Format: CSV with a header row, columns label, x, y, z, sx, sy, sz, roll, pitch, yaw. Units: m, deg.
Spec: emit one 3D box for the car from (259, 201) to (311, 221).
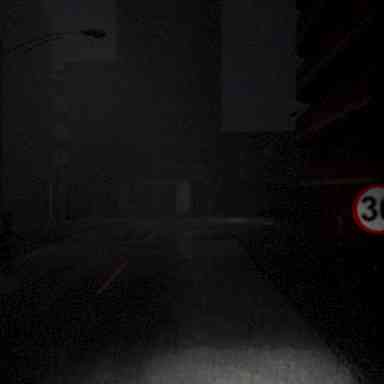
label,x,y,z,sx,sy,sz,roll,pitch,yaw
car,7.943,1.456,26.907,5.008,1.535,1.882,0,0,-7
